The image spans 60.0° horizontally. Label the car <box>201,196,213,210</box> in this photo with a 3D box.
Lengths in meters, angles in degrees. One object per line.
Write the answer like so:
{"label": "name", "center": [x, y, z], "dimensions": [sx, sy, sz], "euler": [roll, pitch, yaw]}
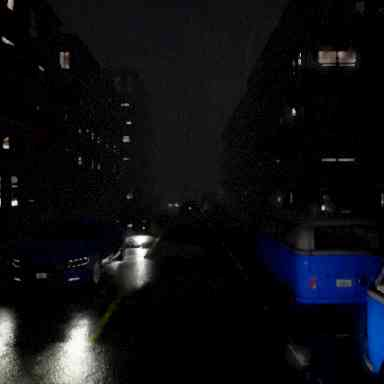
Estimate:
{"label": "car", "center": [2.313, 1.549, 41.404], "dimensions": [1.752, 1.417, 4.829], "euler": [-1, 0, -1]}

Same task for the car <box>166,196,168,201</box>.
{"label": "car", "center": [-6.275, 1.599, 63.594], "dimensions": [2.008, 1.369, 4.403], "euler": [-1, 0, -1]}

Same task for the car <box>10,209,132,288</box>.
{"label": "car", "center": [-3.179, 1.487, 9.489], "dimensions": [1.882, 1.535, 5.008], "euler": [0, 0, 0]}

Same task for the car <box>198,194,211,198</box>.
{"label": "car", "center": [2.210, 1.346, 52.437], "dimensions": [2.192, 1.841, 5.009], "euler": [-1, 0, -1]}

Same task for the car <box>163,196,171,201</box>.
{"label": "car", "center": [-6.470, 1.647, 86.001], "dimensions": [1.802, 1.307, 4.206], "euler": [-1, 0, -1]}

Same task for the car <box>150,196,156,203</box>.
{"label": "car", "center": [-6.032, 1.583, 41.186], "dimensions": [2.008, 1.369, 4.403], "euler": [-1, 0, -1]}

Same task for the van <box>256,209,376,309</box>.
{"label": "van", "center": [2.616, 1.343, 7.622], "dimensions": [1.690, 1.788, 3.998], "euler": [-1, 0, -1]}

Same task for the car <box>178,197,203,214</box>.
{"label": "car", "center": [-0.210, 1.586, 35.142], "dimensions": [1.994, 1.385, 4.181], "euler": [0, 0, 0]}

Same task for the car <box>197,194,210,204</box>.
{"label": "car", "center": [2.109, 1.354, 63.641], "dimensions": [2.192, 1.841, 5.009], "euler": [-1, 0, -1]}

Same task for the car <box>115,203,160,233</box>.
{"label": "car", "center": [-3.248, 1.580, 19.559], "dimensions": [1.994, 1.385, 4.181], "euler": [0, 0, 0]}

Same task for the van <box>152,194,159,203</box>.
{"label": "van", "center": [-6.086, 1.378, 46.788], "dimensions": [1.690, 1.788, 3.998], "euler": [-1, 0, -1]}

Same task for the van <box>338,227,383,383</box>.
{"label": "van", "center": [2.666, 1.340, 2.020], "dimensions": [1.690, 1.788, 3.998], "euler": [-1, 0, -1]}

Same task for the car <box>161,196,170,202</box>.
{"label": "car", "center": [-6.420, 1.643, 80.399], "dimensions": [1.802, 1.307, 4.206], "euler": [-1, 0, -1]}

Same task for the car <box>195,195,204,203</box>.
{"label": "car", "center": [1.682, 1.504, 74.662], "dimensions": [1.801, 1.575, 5.366], "euler": [0, 0, -1]}

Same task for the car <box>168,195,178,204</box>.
{"label": "car", "center": [-3.604, 1.605, 65.283], "dimensions": [1.994, 1.385, 4.181], "euler": [0, 0, 0]}

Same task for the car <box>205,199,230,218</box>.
{"label": "car", "center": [2.417, 1.598, 30.030], "dimensions": [1.802, 1.307, 4.206], "euler": [-1, 0, -1]}

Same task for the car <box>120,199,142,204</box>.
{"label": "car", "center": [-5.930, 1.607, 29.983], "dimensions": [1.802, 1.307, 4.206], "euler": [-1, 0, -1]}

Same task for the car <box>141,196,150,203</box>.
{"label": "car", "center": [-5.983, 1.469, 35.585], "dimensions": [1.967, 1.590, 4.097], "euler": [-1, 0, -1]}

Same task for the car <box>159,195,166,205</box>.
{"label": "car", "center": [-6.211, 1.359, 57.992], "dimensions": [2.192, 1.841, 5.009], "euler": [-1, 0, -1]}
